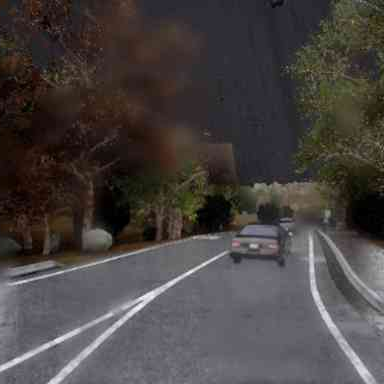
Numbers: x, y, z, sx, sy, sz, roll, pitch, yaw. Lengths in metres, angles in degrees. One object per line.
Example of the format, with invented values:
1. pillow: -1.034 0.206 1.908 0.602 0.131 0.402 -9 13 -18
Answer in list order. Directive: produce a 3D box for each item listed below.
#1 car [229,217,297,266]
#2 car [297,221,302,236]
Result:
1. car: 2.817 1.888 13.018 2.033 1.411 5.357 0 -3 20
2. car: 7.943 2.822 27.492 2.128 1.511 4.902 0 -5 20
